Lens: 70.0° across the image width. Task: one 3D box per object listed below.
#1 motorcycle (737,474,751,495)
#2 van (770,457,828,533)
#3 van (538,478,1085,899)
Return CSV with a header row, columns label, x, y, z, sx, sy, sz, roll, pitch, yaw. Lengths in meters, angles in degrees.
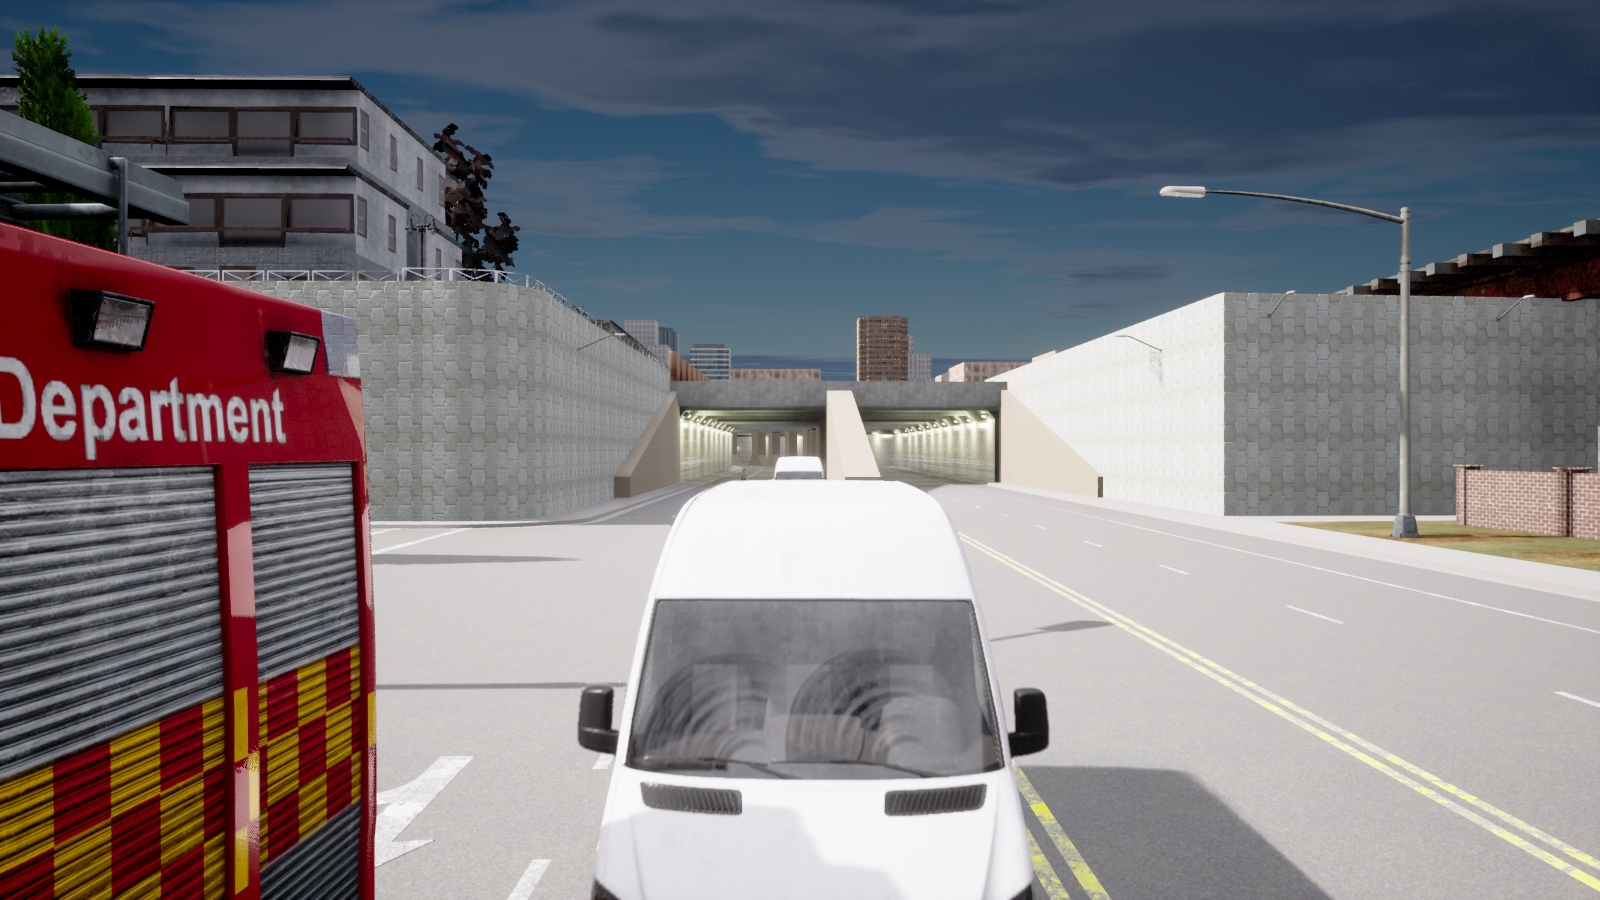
label,x,y,z,sx,sy,sz,roll,pitch,yaw
motorcycle,-3.554,2.170,72.111,0.764,1.277,2.356,0,0,0
van,-0.037,1.534,41.746,1.988,2.561,5.915,0,0,0
van,0.068,1.531,7.125,1.988,2.561,5.915,0,0,1
